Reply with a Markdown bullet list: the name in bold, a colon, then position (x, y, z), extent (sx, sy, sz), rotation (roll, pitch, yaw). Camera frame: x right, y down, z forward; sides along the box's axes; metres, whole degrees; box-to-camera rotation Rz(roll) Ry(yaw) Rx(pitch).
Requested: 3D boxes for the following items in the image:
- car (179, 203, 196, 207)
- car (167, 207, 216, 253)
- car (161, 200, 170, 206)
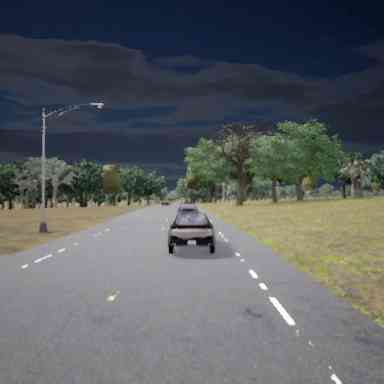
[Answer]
- **car**: position (-0.389, 1.722, 29.382), extent (1.837, 1.490, 4.892), rotation (0, 0, -2)
- **car**: position (-0.024, 1.614, 14.323), extent (2.128, 1.511, 4.902), rotation (0, 0, 0)
- **car**: position (-5.696, 2.402, 71.691), extent (1.895, 1.301, 4.718), rotation (0, -1, -2)
